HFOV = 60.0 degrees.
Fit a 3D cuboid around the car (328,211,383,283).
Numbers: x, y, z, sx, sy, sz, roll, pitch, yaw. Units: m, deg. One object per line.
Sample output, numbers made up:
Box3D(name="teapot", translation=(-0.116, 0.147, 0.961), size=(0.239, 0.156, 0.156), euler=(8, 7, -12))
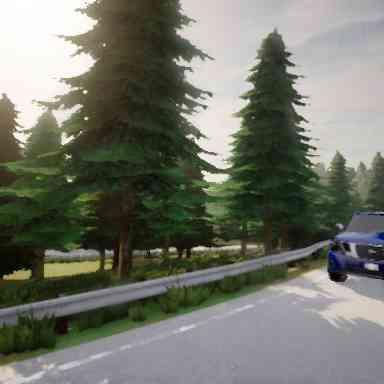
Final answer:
Box3D(name="car", translation=(5.876, 1.610, 10.221), size=(2.150, 2.045, 5.566), euler=(1, -3, 35))
